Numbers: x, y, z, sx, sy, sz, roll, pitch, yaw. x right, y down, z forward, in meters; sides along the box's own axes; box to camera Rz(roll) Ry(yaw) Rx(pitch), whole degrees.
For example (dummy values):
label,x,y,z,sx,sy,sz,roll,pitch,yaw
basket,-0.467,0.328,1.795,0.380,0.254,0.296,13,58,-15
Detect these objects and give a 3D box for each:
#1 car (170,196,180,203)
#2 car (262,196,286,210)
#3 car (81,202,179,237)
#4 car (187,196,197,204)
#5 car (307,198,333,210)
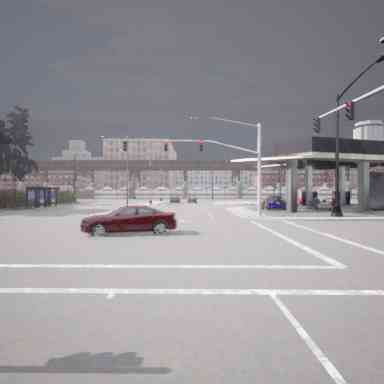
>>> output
label,x,y,z,sx,sy,sz,roll,pitch,yaw
car,-3.358,1.491,66.287,2.128,1.511,4.902,0,0,0
car,9.735,1.295,39.683,2.242,1.667,4.611,0,0,0
car,-3.276,1.477,17.645,5.008,1.535,1.882,0,0,-15
car,0.040,1.547,64.364,2.033,1.411,5.357,0,0,0
car,15.480,1.456,40.442,1.970,1.475,3.806,0,0,0
